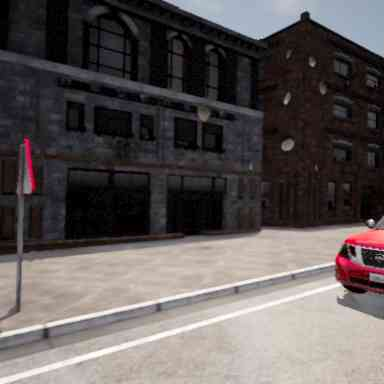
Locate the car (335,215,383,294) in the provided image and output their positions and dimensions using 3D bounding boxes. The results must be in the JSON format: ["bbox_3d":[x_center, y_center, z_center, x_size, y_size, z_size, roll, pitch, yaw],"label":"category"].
[{"bbox_3d":[5.669,1.237,7.717,5.566,2.045,2.150,0,0,-35],"label":"car"}]
